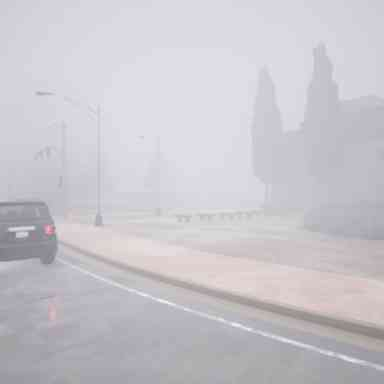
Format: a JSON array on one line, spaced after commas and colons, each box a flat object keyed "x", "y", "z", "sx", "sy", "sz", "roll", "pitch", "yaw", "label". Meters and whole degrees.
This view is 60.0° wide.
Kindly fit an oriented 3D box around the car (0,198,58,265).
[{"x": -6.125, "y": 1.221, "z": 10.889, "sx": 2.150, "sy": 2.045, "sz": 5.566, "roll": 0, "pitch": 0, "yaw": -38, "label": "car"}]
